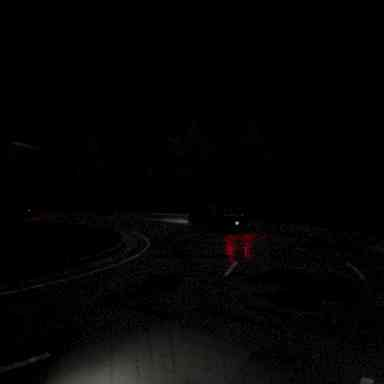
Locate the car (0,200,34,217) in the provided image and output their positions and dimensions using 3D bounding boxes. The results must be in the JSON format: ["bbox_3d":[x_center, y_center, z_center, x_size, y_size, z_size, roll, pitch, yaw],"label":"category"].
[{"bbox_3d":[-17.495,1.522,31.881,4.902,1.511,2.128,0,0,18],"label":"car"}]

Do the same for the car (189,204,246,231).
[{"bbox_3d":[1.455,1.518,20.853,2.128,1.511,4.902,0,0,-26],"label":"car"}]
